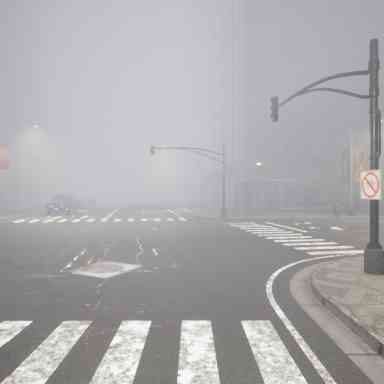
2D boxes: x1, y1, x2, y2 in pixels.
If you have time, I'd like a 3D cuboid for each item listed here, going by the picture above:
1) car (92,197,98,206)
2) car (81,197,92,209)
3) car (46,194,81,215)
[{"bbox_3d":[-16.518,1.516,54.104,1.882,1.535,5.008,0,0,-9],"label":"car"},{"bbox_3d":[-14.914,1.591,44.072,1.994,1.385,4.181,0,0,-10],"label":"car"},{"bbox_3d":[-13.306,1.239,34.212,2.150,2.045,5.566,0,0,-9],"label":"car"}]
